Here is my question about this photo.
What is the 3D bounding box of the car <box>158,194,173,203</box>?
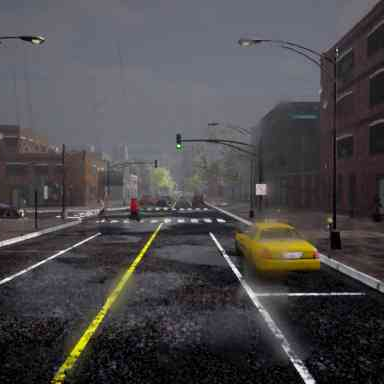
[{"bbox_3d":[-4.731,1.465,61.001,1.882,1.535,5.008,0,0,-1],"label":"car"}]

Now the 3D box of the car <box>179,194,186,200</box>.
[{"bbox_3d":[-2.461,1.354,90.225,1.882,1.535,5.008,0,0,-2],"label":"car"}]

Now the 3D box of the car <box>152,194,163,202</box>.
[{"bbox_3d":[-7.766,1.299,75.847,2.192,1.841,5.009,-1,0,-2],"label":"car"}]

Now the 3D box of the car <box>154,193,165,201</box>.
[{"bbox_3d":[-7.916,1.297,81.389,2.192,1.841,5.009,-1,0,-2],"label":"car"}]

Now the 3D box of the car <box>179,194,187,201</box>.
[{"bbox_3d":[-2.178,1.504,79.813,2.128,1.511,4.902,0,0,-2],"label":"car"}]

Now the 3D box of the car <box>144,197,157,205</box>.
[{"bbox_3d":[-7.308,1.533,59.221,1.887,1.381,4.507,-1,0,-2],"label":"car"}]

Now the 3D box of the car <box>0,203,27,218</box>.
[{"bbox_3d":[-19.069,1.794,32.367,5.357,1.411,2.033,-1,1,-2],"label":"car"}]

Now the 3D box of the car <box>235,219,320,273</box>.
[{"bbox_3d":[2.408,1.524,10.501,1.752,1.417,4.829,-1,0,-2],"label":"car"}]

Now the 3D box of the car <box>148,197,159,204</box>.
[{"bbox_3d":[-7.460,1.569,64.763,1.802,1.307,4.206,-1,0,-2],"label":"car"}]

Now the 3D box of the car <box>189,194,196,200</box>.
[{"bbox_3d":[0.159,1.419,92.701,1.967,1.590,4.097,-1,0,-2],"label":"car"}]

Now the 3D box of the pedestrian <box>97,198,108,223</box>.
[{"bbox_3d":[-6.549,1.291,24.165,0.375,1.860,0.375,-1,1,-2],"label":"pedestrian"}]

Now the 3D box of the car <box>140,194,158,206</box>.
[{"bbox_3d":[-7.158,1.304,53.679,2.192,1.841,5.009,-1,0,-2],"label":"car"}]

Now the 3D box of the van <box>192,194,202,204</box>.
[{"bbox_3d":[0.916,1.328,64.992,1.690,1.788,3.998,-1,0,-2],"label":"van"}]

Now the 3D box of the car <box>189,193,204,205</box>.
[{"bbox_3d":[1.067,1.303,59.450,2.192,1.841,5.009,-1,0,-2],"label":"car"}]

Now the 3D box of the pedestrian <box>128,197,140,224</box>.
[{"bbox_3d":[-4.109,1.290,23.490,0.375,1.860,0.375,-1,1,-2],"label":"pedestrian"}]

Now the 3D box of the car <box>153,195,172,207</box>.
[{"bbox_3d":[-4.490,1.554,51.203,1.994,1.385,4.181,0,0,-2],"label":"car"}]

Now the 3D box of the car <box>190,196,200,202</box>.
[{"bbox_3d":[0.615,1.535,76.076,2.008,1.369,4.403,-1,0,-2],"label":"car"}]

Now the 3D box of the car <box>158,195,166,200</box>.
[{"bbox_3d":[-8.217,1.524,92.472,1.887,1.381,4.507,-1,0,-2],"label":"car"}]

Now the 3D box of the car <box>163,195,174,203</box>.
[{"bbox_3d":[-4.943,1.510,71.130,2.128,1.511,4.902,0,0,-2],"label":"car"}]
